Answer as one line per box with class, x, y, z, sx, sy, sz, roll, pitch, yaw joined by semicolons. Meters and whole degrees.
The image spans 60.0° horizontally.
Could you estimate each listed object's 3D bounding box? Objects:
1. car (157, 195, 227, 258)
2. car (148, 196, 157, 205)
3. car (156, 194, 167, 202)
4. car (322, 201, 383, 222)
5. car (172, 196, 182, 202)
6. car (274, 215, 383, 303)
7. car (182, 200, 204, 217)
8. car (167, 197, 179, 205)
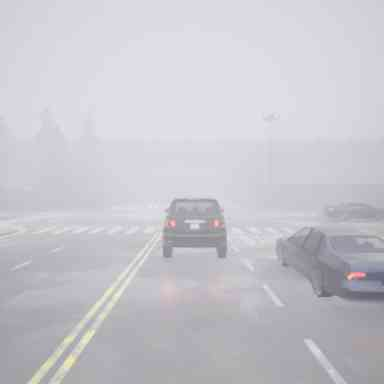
car;0.096;1.222;12.945;2.150;2.045;5.566;0;-1;0
car;-7.008;1.538;61.379;2.128;1.511;4.902;0;0;1
car;-6.975;1.413;76.493;2.097;1.767;4.553;0;0;0
car;12.552;1.468;25.504;4.892;1.490;1.837;0;-2;-4
car;-3.475;1.597;76.134;2.033;1.411;5.357;0;0;0
car;3.576;1.554;8.444;2.033;1.411;5.357;0;0;0
car;0.107;1.542;31.735;1.994;1.385;4.181;0;0;0
car;-3.509;1.609;61.184;1.994;1.385;4.181;0;0;1
